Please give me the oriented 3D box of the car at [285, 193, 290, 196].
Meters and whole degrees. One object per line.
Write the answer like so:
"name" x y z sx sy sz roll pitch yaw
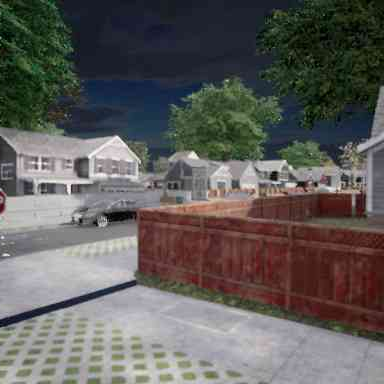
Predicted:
"car" 14.193 0.604 45.895 1.994 1.385 4.181 1 1 35

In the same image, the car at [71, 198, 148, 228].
"car" -4.588 1.119 19.210 2.128 1.511 4.902 1 1 35

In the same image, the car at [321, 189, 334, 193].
"car" 19.688 0.317 48.934 2.097 1.767 4.553 1 1 35

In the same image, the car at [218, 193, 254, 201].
"car" 4.254 0.828 31.841 1.882 1.535 5.008 1 1 35

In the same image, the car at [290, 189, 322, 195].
"car" 14.063 0.709 40.812 1.994 1.385 4.181 1 1 36
